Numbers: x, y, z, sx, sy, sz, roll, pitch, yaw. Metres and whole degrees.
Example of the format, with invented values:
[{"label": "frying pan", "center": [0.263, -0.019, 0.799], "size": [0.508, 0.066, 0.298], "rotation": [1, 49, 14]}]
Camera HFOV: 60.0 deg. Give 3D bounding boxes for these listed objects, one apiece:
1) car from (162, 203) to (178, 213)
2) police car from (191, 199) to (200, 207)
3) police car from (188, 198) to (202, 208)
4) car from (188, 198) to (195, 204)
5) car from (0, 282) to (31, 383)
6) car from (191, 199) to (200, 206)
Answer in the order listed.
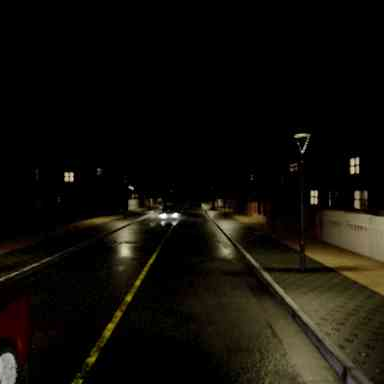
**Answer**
[{"label": "car", "center": [-2.893, 2.047, 43.401], "size": [1.895, 1.301, 4.718], "rotation": [0, -1, 0]}, {"label": "police car", "center": [0.742, 2.213, 69.808], "size": [1.930, 1.638, 5.238], "rotation": [0, -1, 0]}, {"label": "police car", "center": [0.754, 2.077, 59.807], "size": [1.930, 1.638, 5.238], "rotation": [0, -1, 0]}, {"label": "car", "center": [-0.111, 2.449, 94.157], "size": [2.097, 1.767, 4.553], "rotation": [0, -1, 0]}, {"label": "car", "center": [-2.852, 1.495, 1.931], "size": [1.882, 1.535, 5.008], "rotation": [0, 0, 0]}, {"label": "car", "center": [0.735, 2.376, 75.696], "size": [1.837, 1.490, 4.892], "rotation": [0, -1, 0]}]
